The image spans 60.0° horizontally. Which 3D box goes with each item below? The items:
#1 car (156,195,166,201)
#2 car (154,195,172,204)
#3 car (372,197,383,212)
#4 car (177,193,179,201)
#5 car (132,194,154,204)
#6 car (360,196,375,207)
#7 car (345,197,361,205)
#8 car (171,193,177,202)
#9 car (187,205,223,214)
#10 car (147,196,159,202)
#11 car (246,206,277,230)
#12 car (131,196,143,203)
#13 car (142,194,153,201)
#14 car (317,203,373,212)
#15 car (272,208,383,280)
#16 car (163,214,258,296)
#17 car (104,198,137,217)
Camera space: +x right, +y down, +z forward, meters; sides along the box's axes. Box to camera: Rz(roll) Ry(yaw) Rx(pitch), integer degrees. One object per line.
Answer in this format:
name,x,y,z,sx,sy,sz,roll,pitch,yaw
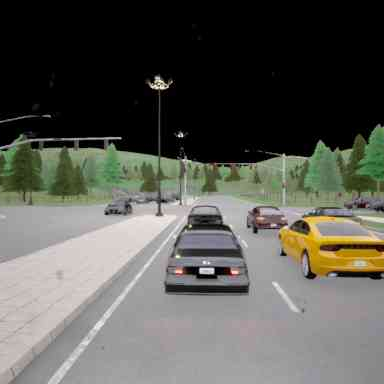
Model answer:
car,-8.042,1.552,87.177,1.994,1.385,4.181,0,0,2
car,-5.541,1.600,63.451,1.895,1.301,4.718,0,0,3
car,22.423,1.547,34.886,5.357,1.411,2.033,0,0,3
car,-4.575,1.225,86.284,2.150,2.045,5.566,0,0,2
car,-9.102,1.491,62.343,2.128,1.511,4.902,0,0,3
car,22.689,1.491,38.378,4.902,1.511,2.128,0,0,3
car,21.603,1.352,41.939,4.553,1.767,2.097,0,0,3
car,-5.122,1.355,72.700,2.097,1.767,4.553,0,0,2
car,0.742,1.478,18.652,1.882,1.535,5.008,0,0,3
car,-8.577,1.552,73.883,1.994,1.385,4.181,0,0,2
car,4.276,1.526,19.255,1.812,1.442,4.674,0,0,3
car,-12.103,1.524,73.310,1.812,1.442,4.674,0,0,2
car,-11.565,1.355,86.659,2.097,1.767,4.553,0,0,2
car,7.762,1.547,18.869,2.033,1.411,5.357,0,0,3
car,3.942,1.478,10.037,1.882,1.535,5.008,0,0,3
car,0.386,1.547,8.832,2.033,1.411,5.357,0,0,2
car,-6.879,1.564,31.539,1.994,1.385,4.181,0,0,2
